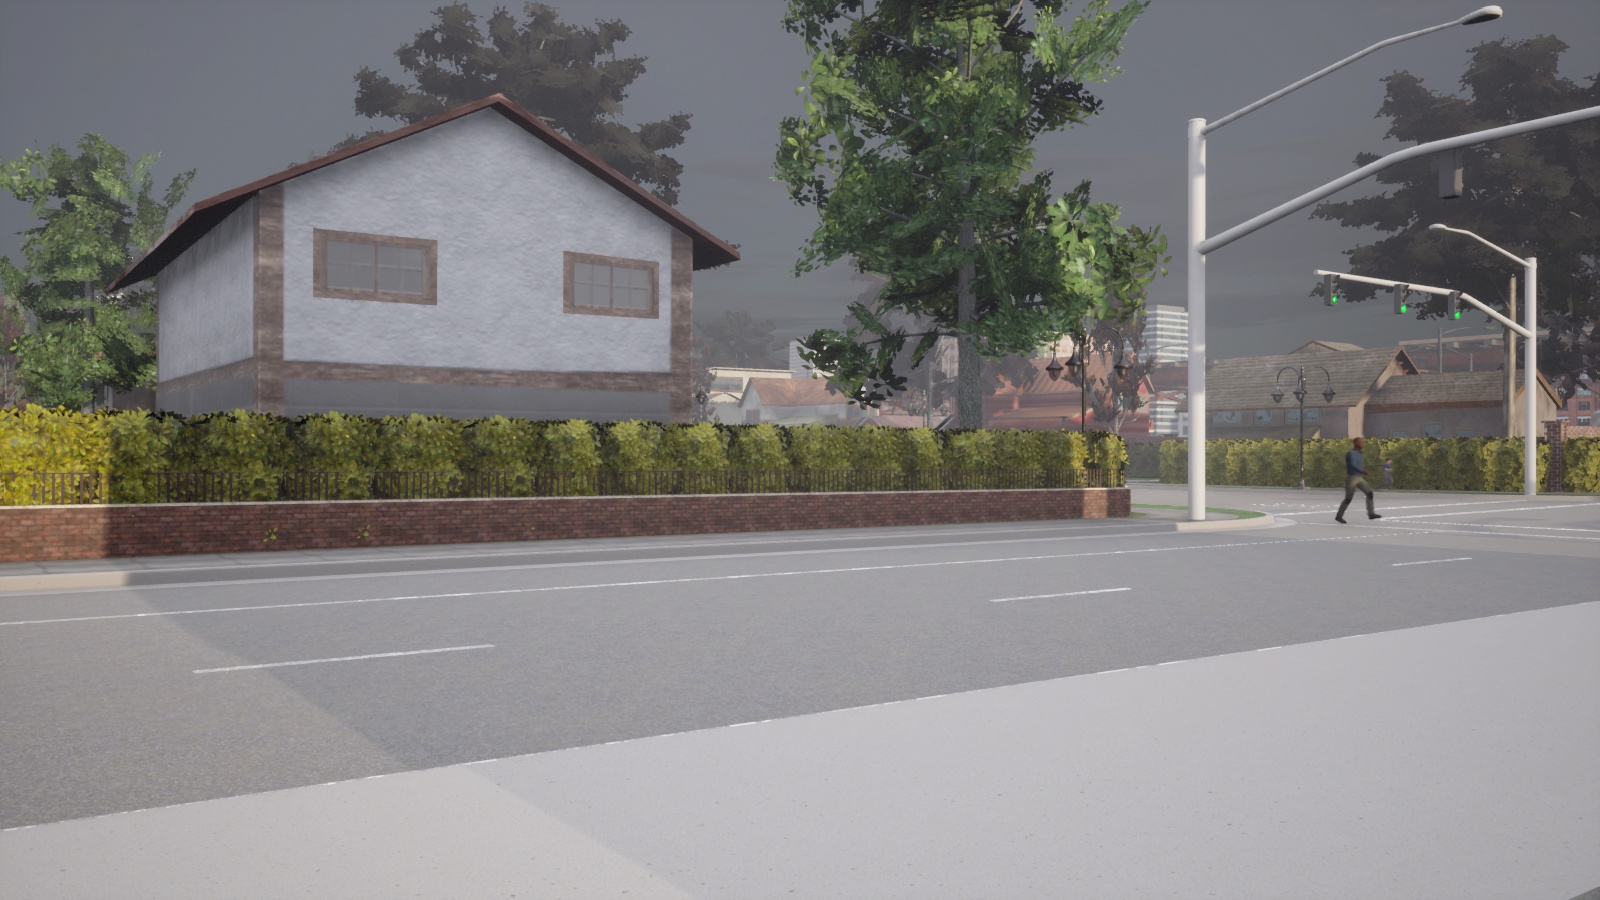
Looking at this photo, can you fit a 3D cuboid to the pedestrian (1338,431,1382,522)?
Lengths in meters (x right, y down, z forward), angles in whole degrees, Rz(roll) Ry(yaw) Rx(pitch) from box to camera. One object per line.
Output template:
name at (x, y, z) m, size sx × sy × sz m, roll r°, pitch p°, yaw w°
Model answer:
pedestrian at (11.529, 0.539, 25.865) m, size 0.370 × 1.835 × 0.726 m, roll 0°, pitch 0°, yaw -34°

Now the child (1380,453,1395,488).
child at (21.452, 0.742, 45.859) m, size 0.270 × 1.263 × 0.437 m, roll 0°, pitch 0°, yaw -35°
